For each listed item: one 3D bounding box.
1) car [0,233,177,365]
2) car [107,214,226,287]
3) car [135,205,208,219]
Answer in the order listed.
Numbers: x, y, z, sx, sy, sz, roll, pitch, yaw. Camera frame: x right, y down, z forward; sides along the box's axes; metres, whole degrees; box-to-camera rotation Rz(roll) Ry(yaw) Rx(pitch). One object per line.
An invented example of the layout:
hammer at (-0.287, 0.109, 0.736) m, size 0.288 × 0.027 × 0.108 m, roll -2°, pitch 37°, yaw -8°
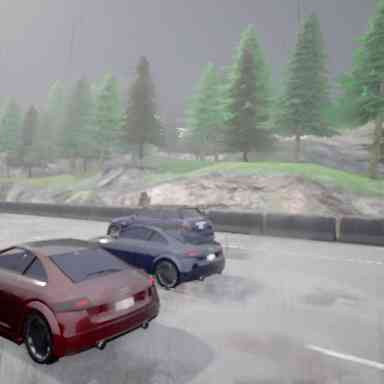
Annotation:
car at (-2.573, 1.526, 5.833) m, size 4.181 × 1.385 × 1.994 m, roll 0°, pitch 0°, yaw 36°
car at (-1.172, 1.520, 9.134) m, size 4.181 × 1.385 × 1.994 m, roll 0°, pitch 0°, yaw 36°
car at (-1.388, 1.289, 13.590) m, size 4.553 × 1.767 × 2.097 m, roll 1°, pitch 0°, yaw 36°
